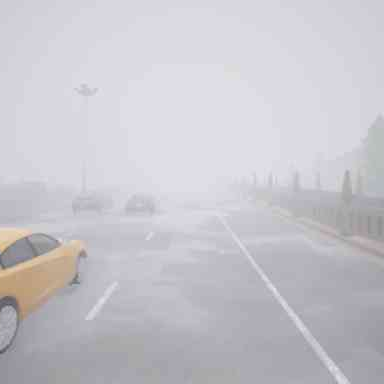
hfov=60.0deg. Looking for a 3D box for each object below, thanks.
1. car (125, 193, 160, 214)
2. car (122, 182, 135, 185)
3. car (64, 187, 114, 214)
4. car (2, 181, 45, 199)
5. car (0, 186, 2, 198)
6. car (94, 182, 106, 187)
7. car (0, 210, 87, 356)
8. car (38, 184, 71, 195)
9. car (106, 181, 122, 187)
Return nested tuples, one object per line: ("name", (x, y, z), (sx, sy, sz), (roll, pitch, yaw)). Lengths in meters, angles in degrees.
("car", (-3.416, 0.726, 23.467), (1.994, 1.385, 4.181), (0, 2, 0))
("car", (-13.989, -1.426, 76.733), (2.097, 1.767, 4.553), (0, -1, 0))
("car", (-6.917, 0.650, 23.536), (2.128, 1.511, 4.902), (0, 2, 0))
("car", (-17.588, -0.148, 35.848), (2.150, 2.045, 5.566), (0, 2, 0))
("car", (-21.087, 0.124, 35.753), (2.128, 1.511, 4.902), (0, 2, 0))
("car", (-20.990, -1.426, 76.734), (2.097, 1.767, 4.553), (0, -1, 0))
("car", (-3.430, 1.367, 5.908), (1.882, 1.535, 5.008), (0, 2, 1))
("car", (-14.089, 0.125, 35.715), (2.128, 1.511, 4.902), (0, 3, 0))
("car", (-17.489, -1.581, 77.091), (2.150, 2.045, 5.566), (0, -1, 0))
